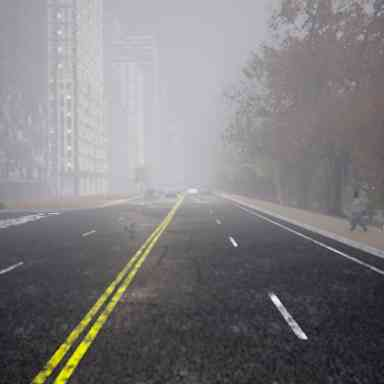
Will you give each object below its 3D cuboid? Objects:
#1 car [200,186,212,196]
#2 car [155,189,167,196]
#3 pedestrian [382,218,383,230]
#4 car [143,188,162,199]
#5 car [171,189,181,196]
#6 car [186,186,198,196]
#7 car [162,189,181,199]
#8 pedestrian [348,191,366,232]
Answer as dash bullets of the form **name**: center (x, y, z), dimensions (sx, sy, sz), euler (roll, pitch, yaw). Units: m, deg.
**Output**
- **car**: center (3.244, -0.006, 69.942), dimensions (2.128, 1.511, 4.902), euler (0, 1, 0)
- **car**: center (-6.507, 0.049, 70.167), dimensions (1.895, 1.301, 4.718), euler (0, 1, 0)
- **pedestrian**: center (7.856, 1.127, 13.262), dimensions (0.375, 1.300, 0.375), euler (0, 2, 0)
- **car**: center (-6.565, 0.180, 53.668), dimensions (2.097, 1.767, 4.553), euler (0, 1, 0)
- **car**: center (-3.256, 0.051, 70.143), dimensions (1.895, 1.301, 4.718), euler (0, 1, 0)
- **car**: center (-0.004, -0.307, 69.966), dimensions (2.150, 2.045, 5.566), euler (0, 1, 0)
- **car**: center (-3.314, 0.431, 53.579), dimensions (1.895, 1.301, 4.718), euler (0, 1, 0)
- **pedestrian**: center (7.172, 0.821, 14.454), dimensions (0.375, 1.860, 0.375), euler (0, 2, 0)
